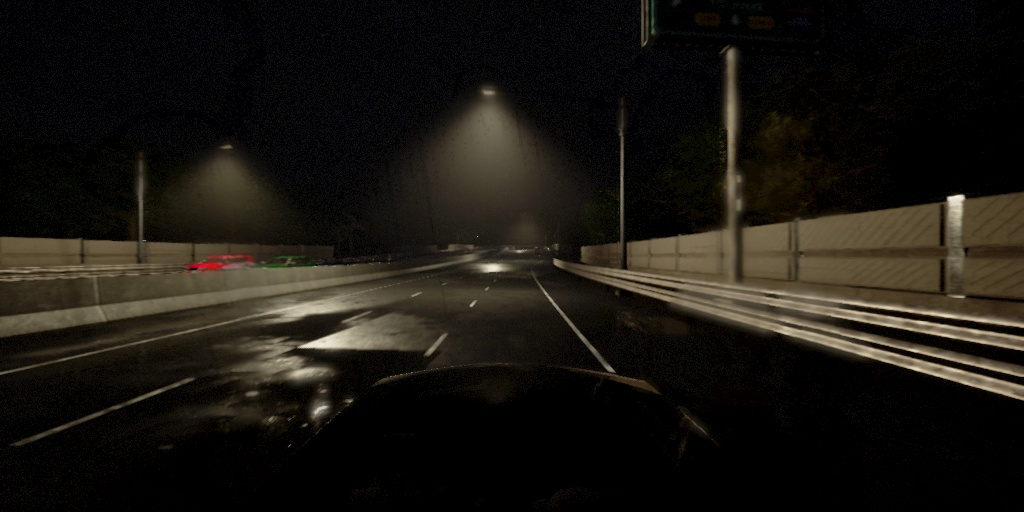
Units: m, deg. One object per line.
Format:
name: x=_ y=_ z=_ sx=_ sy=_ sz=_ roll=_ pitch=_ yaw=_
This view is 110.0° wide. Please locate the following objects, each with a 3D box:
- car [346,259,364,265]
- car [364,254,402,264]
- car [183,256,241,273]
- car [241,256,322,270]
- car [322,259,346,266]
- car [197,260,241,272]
car: x=-20.109 y=1.176 z=48.726 sx=1.812 sy=1.442 sz=4.674 roll=0 pitch=1 yaw=3
car: x=-16.694 y=0.901 z=46.773 sx=2.150 sy=2.045 sz=5.566 roll=0 pitch=1 yaw=3
car: x=-24.256 y=1.027 z=30.044 sx=2.150 sy=2.045 sz=5.566 roll=0 pitch=0 yaw=2
car: x=-17.325 y=1.035 z=27.389 sx=2.150 sy=2.045 sz=5.566 roll=0 pitch=0 yaw=1
car: x=-23.660 y=1.192 z=47.461 sx=1.812 sy=1.442 sz=4.674 roll=0 pitch=1 yaw=3
car: x=-20.815 y=1.300 z=27.592 sx=2.128 sy=1.511 sz=4.902 roll=0 pitch=0 yaw=1
